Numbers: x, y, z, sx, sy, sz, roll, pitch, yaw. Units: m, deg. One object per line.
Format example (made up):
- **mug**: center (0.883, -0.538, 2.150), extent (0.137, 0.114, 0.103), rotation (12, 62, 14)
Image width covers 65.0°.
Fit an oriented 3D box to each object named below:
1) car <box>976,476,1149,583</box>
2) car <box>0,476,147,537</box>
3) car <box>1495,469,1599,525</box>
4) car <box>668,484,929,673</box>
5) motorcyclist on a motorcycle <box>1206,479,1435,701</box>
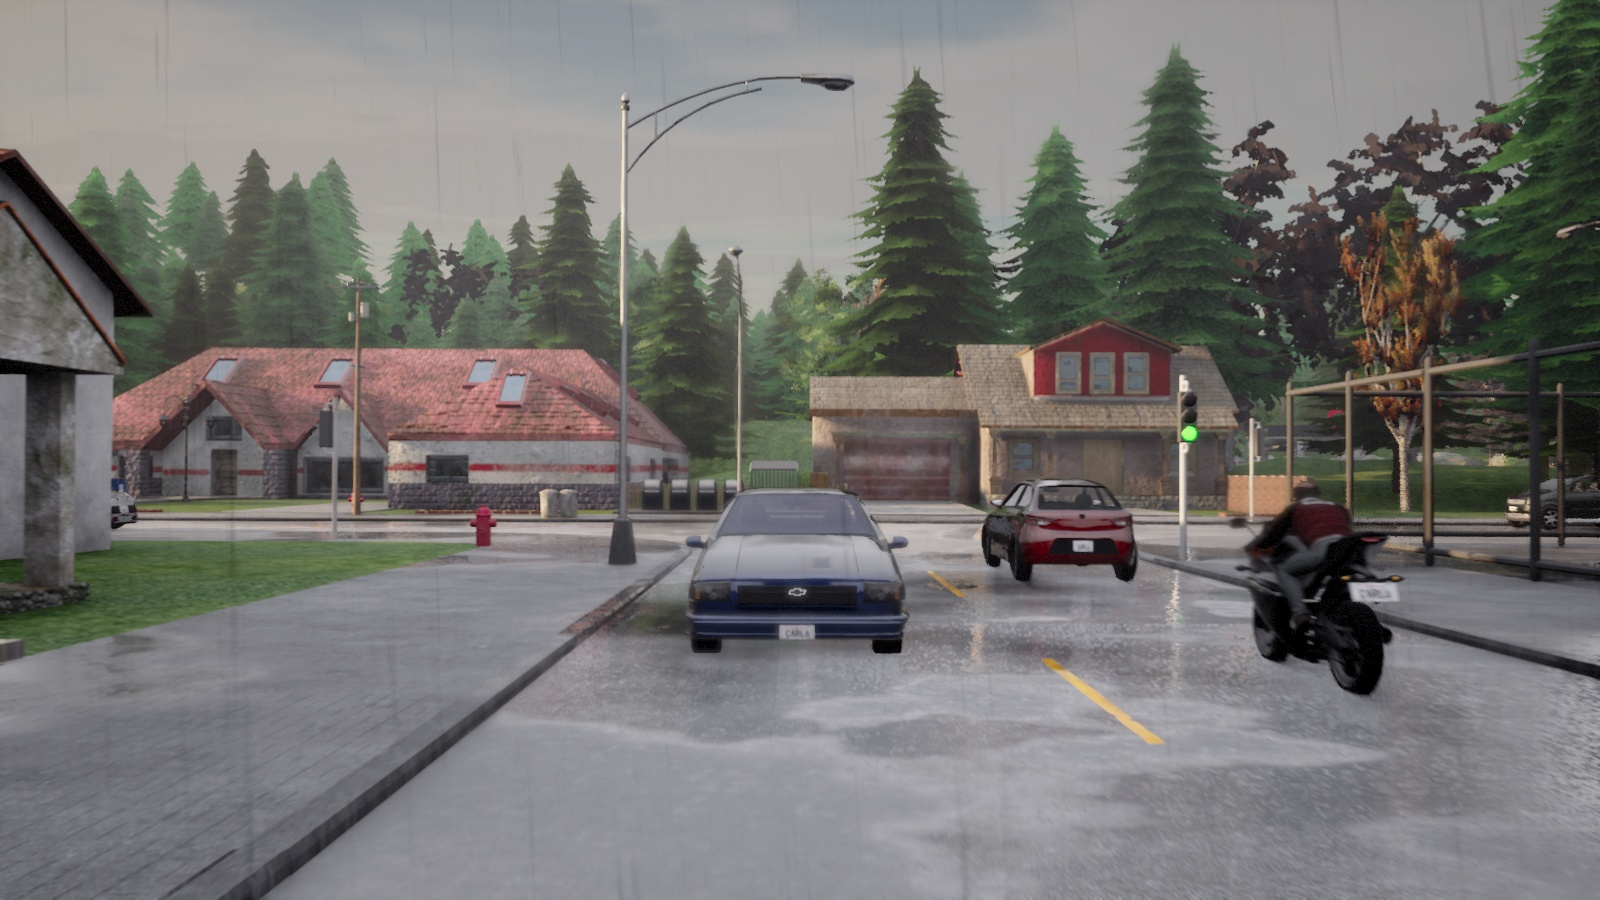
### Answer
- **car**: center (3.962, 1.148, 19.650), extent (1.816, 1.474, 4.193), rotation (0, -1, 0)
- **car**: center (-18.832, 1.394, 31.564), extent (3.806, 1.475, 1.970), rotation (0, -1, -1)
- **car**: center (22.103, 1.314, 35.679), extent (3.705, 1.549, 1.789), rotation (0, -1, -1)
- **car**: center (-0.022, 1.076, 12.484), extent (2.033, 1.411, 5.357), rotation (0, -1, 0)
- **motorcyclist on a motorcycle**: center (3.985, 1.002, 9.854), extent (0.866, 1.530, 2.191), rotation (0, -1, 0)
